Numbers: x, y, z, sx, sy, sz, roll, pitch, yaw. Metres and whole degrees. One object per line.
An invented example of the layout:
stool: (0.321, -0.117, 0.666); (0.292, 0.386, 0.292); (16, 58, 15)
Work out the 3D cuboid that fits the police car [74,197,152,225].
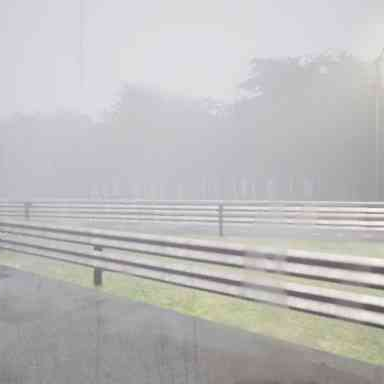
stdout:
police car: (-5.090, 1.126, 20.976); (5.238, 1.638, 1.930); (0, 0, 21)
